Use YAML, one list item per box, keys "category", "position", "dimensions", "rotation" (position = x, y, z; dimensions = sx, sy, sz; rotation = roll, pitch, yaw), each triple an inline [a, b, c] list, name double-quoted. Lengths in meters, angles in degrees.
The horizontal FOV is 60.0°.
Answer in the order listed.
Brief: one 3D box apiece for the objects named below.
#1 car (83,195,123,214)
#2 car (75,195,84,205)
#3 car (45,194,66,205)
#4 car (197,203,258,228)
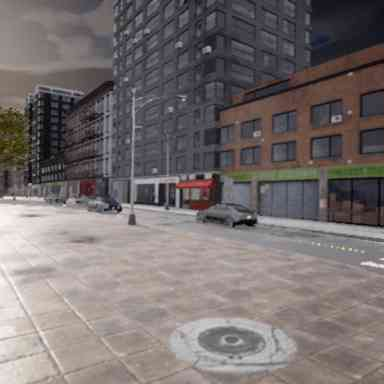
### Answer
- category: "car"
  position: [-7.751, 1.140, 29.492]
  dimensions: [1.994, 1.385, 4.181]
  rotation: [1, 0, -36]
- category: "car"
  position: [-13.389, 1.003, 42.349]
  dimensions: [1.994, 1.385, 4.181]
  rotation: [1, 0, -36]
- category: "car"
  position: [-18.067, 0.926, 43.965]
  dimensions: [1.994, 1.385, 4.181]
  rotation: [1, 0, -36]
- category: "car"
  position: [2.121, 1.390, 20.827]
  dimensions: [1.994, 1.385, 4.181]
  rotation: [1, 0, -36]
